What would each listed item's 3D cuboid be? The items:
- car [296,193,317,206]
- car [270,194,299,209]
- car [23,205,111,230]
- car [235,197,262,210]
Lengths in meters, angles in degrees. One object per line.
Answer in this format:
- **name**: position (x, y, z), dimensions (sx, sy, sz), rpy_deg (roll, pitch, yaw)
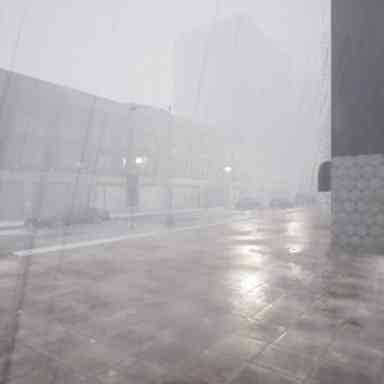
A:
- **car**: position (17.666, 1.154, 51.804), dimensions (2.150, 2.045, 5.566), rpy_deg (0, 0, 36)
- **car**: position (11.803, 1.433, 43.581), dimensions (2.128, 1.511, 4.902), rpy_deg (0, 0, 36)
- **car**: position (-7.743, 1.537, 21.274), dimensions (2.033, 1.411, 5.357), rpy_deg (0, 0, 36)
- **car**: position (7.282, 1.452, 42.271), dimensions (1.837, 1.490, 4.892), rpy_deg (0, 0, 36)
